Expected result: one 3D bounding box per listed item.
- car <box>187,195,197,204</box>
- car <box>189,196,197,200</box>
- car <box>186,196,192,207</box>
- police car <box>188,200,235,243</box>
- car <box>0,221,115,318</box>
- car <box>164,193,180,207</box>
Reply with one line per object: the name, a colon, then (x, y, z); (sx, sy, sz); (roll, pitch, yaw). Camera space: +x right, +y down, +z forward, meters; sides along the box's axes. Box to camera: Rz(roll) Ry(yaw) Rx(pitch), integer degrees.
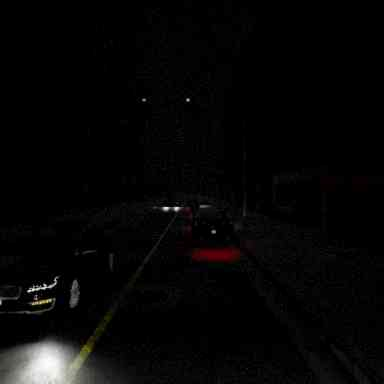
car: (-0.017, 1.450, 66.213); (1.882, 1.535, 5.008); (0, 0, 0)
car: (0.892, 1.457, 32.078); (1.882, 1.535, 5.008); (0, 0, 0)
car: (-0.013, 1.579, 51.245); (1.895, 1.301, 4.718); (0, 0, 0)
police car: (0.896, 1.411, 16.187); (1.930, 1.638, 5.238); (0, 0, 0)
car: (-3.102, 1.497, 7.698); (1.837, 1.490, 4.892); (0, 0, 0)
car: (-3.078, 1.201, 51.276); (2.150, 2.045, 5.566); (0, 0, 0)
